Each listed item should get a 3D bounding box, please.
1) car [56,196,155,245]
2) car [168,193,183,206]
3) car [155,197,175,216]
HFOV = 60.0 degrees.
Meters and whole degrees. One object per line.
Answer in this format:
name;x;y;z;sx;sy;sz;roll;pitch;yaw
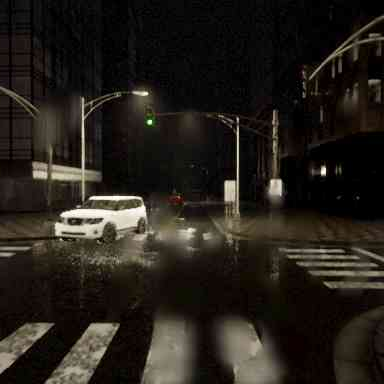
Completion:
car;-3.989;1.207;15.902;2.150;2.045;5.566;1;-1;16
car;-2.808;1.231;57.034;2.150;2.045;5.566;0;0;1
car;-2.976;1.514;32.251;1.837;1.490;4.892;0;0;0
